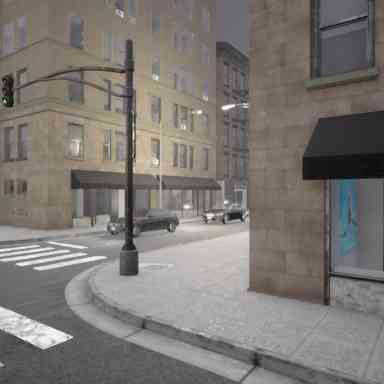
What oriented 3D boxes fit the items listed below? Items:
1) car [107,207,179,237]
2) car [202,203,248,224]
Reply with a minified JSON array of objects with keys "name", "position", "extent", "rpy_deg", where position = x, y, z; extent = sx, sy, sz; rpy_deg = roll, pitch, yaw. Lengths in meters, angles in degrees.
[{"name":"car","position":[-2.604,1.620,18.810],"extent":[1.812,1.442,4.674],"rpy_deg":[0,0,37]},{"name":"car","position":[2.697,1.640,26.285],"extent":[2.128,1.511,4.902],"rpy_deg":[0,0,35]}]
